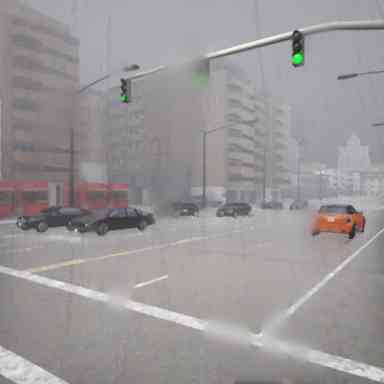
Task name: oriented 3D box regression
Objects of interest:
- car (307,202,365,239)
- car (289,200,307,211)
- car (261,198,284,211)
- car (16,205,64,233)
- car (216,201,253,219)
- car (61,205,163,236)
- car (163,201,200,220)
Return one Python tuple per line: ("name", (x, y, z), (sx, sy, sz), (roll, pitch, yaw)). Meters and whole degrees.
("car", (8.262, 1.463, 18.565), (2.097, 1.767, 4.553), (0, 0, 35))
("car", (15.229, 1.952, 47.037), (1.837, 1.490, 4.892), (0, -1, 35))
("car", (11.607, 1.941, 47.982), (1.994, 1.385, 4.181), (0, -1, 35))
("car", (-7.979, 1.514, 19.913), (1.812, 1.442, 4.674), (0, 0, 35))
("car", (4.014, 1.667, 31.039), (1.837, 1.490, 4.892), (0, 0, 35))
("car", (-4.346, 1.560, 18.989), (2.033, 1.411, 5.357), (0, 0, 35))
("car", (-1.144, 1.608, 29.746), (1.837, 1.490, 4.892), (0, -1, 35))
